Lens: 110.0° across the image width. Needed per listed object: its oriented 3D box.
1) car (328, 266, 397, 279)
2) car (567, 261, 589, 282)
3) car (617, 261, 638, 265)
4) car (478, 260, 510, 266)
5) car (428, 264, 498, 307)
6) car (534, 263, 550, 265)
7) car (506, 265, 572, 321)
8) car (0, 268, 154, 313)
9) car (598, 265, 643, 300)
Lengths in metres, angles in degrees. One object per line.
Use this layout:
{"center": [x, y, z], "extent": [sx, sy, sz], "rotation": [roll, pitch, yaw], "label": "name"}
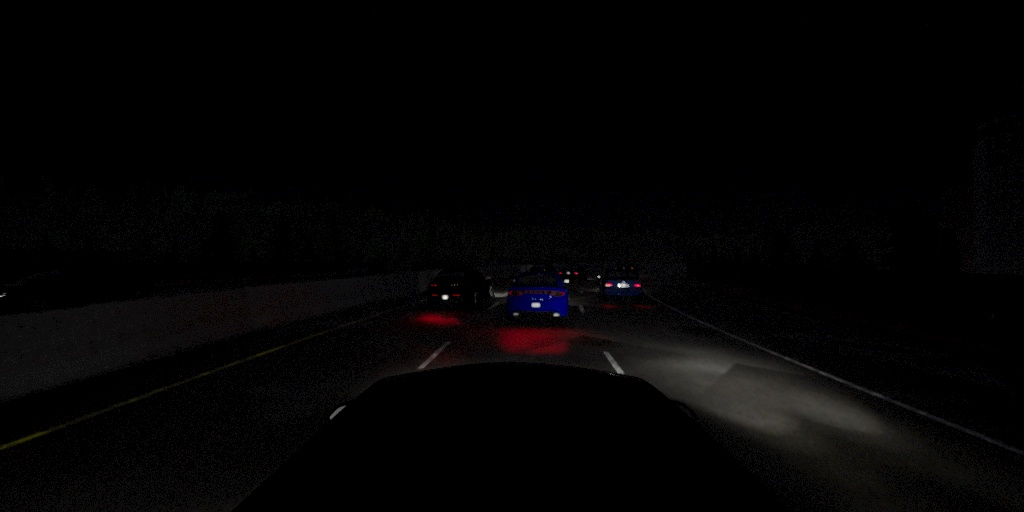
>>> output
{"center": [-8.494, 1.314, 20.827], "extent": [2.033, 1.411, 5.357], "rotation": [0, 0, 12], "label": "car"}
{"center": [5.287, 1.393, 30.593], "extent": [2.033, 1.411, 5.357], "rotation": [0, 0, 20], "label": "car"}
{"center": [11.938, 1.250, 37.283], "extent": [2.097, 1.767, 4.553], "rotation": [0, 0, 25], "label": "car"}
{"center": [-2.095, 1.415, 48.725], "extent": [1.882, 1.535, 5.008], "rotation": [0, -1, 28], "label": "car"}
{"center": [-2.106, 1.276, 15.614], "extent": [1.837, 1.490, 4.892], "rotation": [0, 0, 9], "label": "car"}
{"center": [2.934, 1.386, 34.143], "extent": [1.812, 1.442, 4.674], "rotation": [0, 0, 21], "label": "car"}
{"center": [0.995, 1.252, 12.666], "extent": [1.882, 1.535, 5.008], "rotation": [0, 0, 7], "label": "car"}
{"center": [-16.678, 1.211, 13.537], "extent": [1.837, 1.490, 4.892], "rotation": [0, 0, 7], "label": "car"}
{"center": [5.432, 1.352, 18.284], "extent": [2.033, 1.411, 5.357], "rotation": [0, 0, 12], "label": "car"}
